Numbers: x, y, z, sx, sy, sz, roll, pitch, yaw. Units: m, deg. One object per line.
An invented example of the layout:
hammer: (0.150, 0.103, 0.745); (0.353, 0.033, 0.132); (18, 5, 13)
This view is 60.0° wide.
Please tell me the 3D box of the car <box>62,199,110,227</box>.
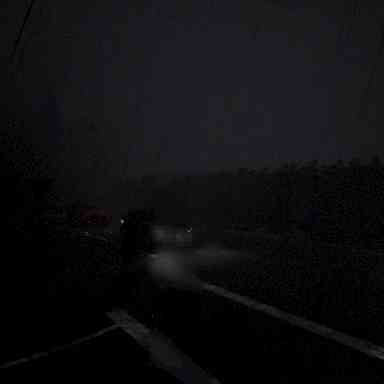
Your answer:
car: (-7.401, 1.499, 23.471); (1.882, 1.535, 5.008); (0, 0, -35)

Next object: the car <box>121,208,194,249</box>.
car: (-1.721, 1.526, 14.982); (1.837, 1.490, 4.892); (0, 0, -31)

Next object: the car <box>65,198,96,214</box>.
car: (-12.672, 1.510, 37.647); (2.128, 1.511, 4.902); (0, 0, -34)

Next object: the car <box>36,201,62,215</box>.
car: (-14.628, 1.583, 34.008); (1.994, 1.385, 4.181); (0, 0, -34)
